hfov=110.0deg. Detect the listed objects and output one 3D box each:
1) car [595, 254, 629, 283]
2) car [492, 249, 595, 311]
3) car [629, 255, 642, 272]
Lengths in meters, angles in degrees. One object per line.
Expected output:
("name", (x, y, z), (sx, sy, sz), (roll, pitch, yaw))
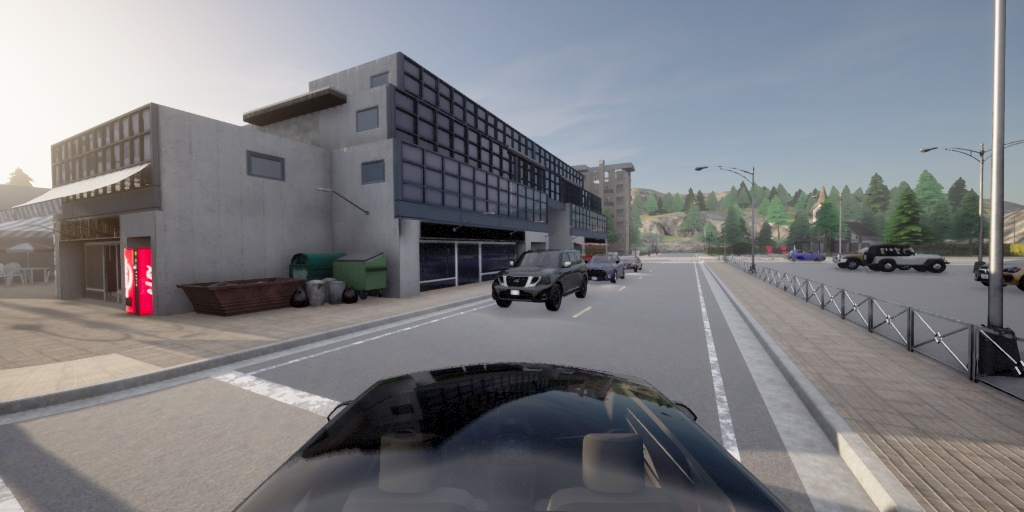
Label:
("car", (5.744, 0.659, 22.595), (2.097, 1.767, 4.553), (0, 1, 27))
("car", (1.330, 0.747, 13.804), (2.150, 2.045, 5.566), (0, 1, 27))
("car", (10.340, 0.606, 31.737), (1.812, 1.442, 4.674), (0, 1, 27))
